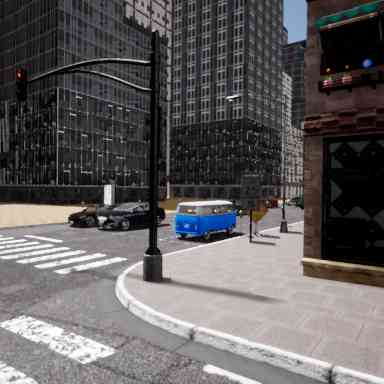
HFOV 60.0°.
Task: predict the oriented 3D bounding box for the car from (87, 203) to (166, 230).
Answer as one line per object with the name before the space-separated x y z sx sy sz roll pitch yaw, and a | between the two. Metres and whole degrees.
car | -3.669 1.431 20.709 2.128 1.511 4.902 1 1 35

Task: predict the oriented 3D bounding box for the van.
van | 0.825 1.368 17.030 1.690 1.788 3.998 1 1 35

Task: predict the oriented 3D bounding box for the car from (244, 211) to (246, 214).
car | 3.889 1.420 31.326 1.837 1.490 4.892 1 1 35

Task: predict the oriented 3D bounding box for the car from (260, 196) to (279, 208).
car | 10.037 1.293 44.428 1.967 1.590 4.097 1 1 35

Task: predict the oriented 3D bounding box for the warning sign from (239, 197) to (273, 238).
warning sign | 3.106 1.177 16.135 1.300 1.860 1.060 1 1 35

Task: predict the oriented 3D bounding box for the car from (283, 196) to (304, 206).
car | 16.355 1.364 53.305 1.752 1.417 4.829 1 1 35

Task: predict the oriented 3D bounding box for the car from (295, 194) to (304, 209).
car | 15.416 1.159 42.100 2.150 2.045 5.566 1 1 36

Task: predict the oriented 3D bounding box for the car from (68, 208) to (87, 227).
car | -6.005 1.467 21.893 1.947 1.339 4.313 1 1 35

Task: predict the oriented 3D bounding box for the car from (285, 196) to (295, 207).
car | 14.968 1.412 46.751 1.812 1.442 4.674 1 0 36
